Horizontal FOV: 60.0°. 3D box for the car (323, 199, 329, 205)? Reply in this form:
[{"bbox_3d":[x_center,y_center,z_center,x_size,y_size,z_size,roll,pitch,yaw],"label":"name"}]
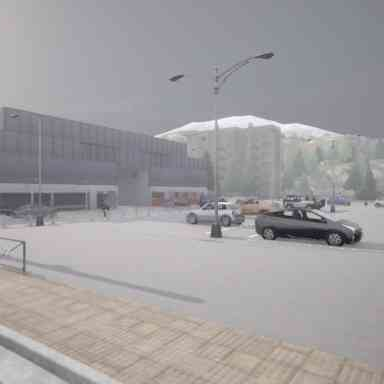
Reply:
[{"bbox_3d":[13.669,1.289,40.409,4.605,1.855,1.932,0,0,35],"label":"car"}]

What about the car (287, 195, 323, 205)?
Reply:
[{"bbox_3d":[12.324,1.268,37.800,3.866,1.878,1.905,0,0,35],"label":"car"}]

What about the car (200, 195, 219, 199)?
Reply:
[{"bbox_3d":[3.207,1.398,49.368,2.150,2.045,5.566,0,0,37],"label":"car"}]

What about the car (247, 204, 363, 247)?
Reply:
[{"bbox_3d":[5.098,1.490,14.879,4.514,1.523,2.007,0,0,35],"label":"car"}]

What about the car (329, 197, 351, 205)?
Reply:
[{"bbox_3d":[24.536,1.565,55.484,3.633,1.501,1.845,0,0,35],"label":"car"}]

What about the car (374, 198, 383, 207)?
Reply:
[{"bbox_3d":[28.863,1.576,48.759,3.806,1.475,1.970,0,0,35],"label":"car"}]

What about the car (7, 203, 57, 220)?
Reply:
[{"bbox_3d":[-14.616,1.738,30.537,1.994,1.385,4.181,0,0,35],"label":"car"}]

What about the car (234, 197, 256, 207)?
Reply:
[{"bbox_3d":[9.262,1.702,57.956,1.812,1.442,4.674,0,0,35],"label":"car"}]

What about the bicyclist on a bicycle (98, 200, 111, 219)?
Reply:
[{"bbox_3d":[-7.368,1.477,27.820,1.656,1.620,0.582,0,0,35],"label":"bicyclist on a bicycle"}]

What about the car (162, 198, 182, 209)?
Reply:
[{"bbox_3d":[-2.300,1.667,47.847,2.128,1.511,4.902,0,0,36],"label":"car"}]

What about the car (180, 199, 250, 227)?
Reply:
[{"bbox_3d":[1.469,1.424,21.946,3.806,1.475,1.970,0,0,35],"label":"car"}]

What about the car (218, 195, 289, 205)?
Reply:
[{"bbox_3d":[4.920,1.345,27.366,5.027,1.636,2.152,0,0,35],"label":"car"}]
